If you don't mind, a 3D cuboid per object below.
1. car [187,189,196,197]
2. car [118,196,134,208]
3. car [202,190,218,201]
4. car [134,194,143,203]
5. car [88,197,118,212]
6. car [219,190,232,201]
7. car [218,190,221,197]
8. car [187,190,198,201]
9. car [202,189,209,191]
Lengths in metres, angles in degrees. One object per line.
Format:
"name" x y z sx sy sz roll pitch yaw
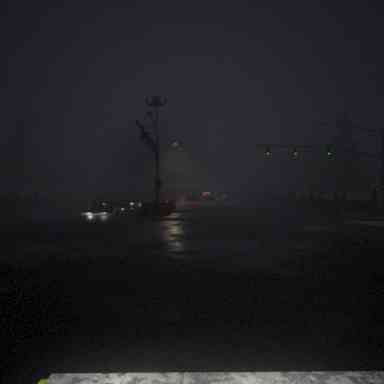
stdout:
"car" -0.080 0.210 78.147 2.128 1.511 4.902 0 7 0
"car" -10.559 1.564 49.988 2.033 1.411 5.357 0 0 0
"car" 3.564 1.014 67.944 2.128 1.511 4.902 0 4 0
"car" -10.555 1.237 64.448 1.812 1.442 4.674 0 3 0
"car" -10.559 1.365 39.042 2.097 1.767 4.553 0 0 0
"car" 7.066 1.058 67.801 1.812 1.442 4.674 0 4 0
"car" 6.921 0.232 77.995 1.812 1.442 4.674 0 7 0
"car" 0.066 0.863 68.097 2.097 1.767 4.553 0 4 0
"car" 3.421 0.064 77.965 2.097 1.767 4.553 0 7 0
